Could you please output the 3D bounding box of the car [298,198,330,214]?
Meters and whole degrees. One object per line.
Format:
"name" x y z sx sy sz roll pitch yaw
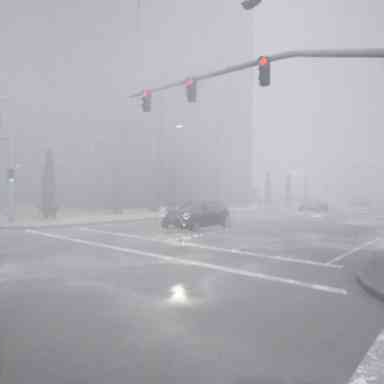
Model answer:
"car" 12.283 1.355 33.342 1.812 1.442 4.674 1 1 40

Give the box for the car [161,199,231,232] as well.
"car" 0.306 1.238 19.354 2.097 1.767 4.553 1 1 40

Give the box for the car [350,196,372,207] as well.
"car" 23.703 1.330 46.544 2.033 1.411 5.357 1 1 41
